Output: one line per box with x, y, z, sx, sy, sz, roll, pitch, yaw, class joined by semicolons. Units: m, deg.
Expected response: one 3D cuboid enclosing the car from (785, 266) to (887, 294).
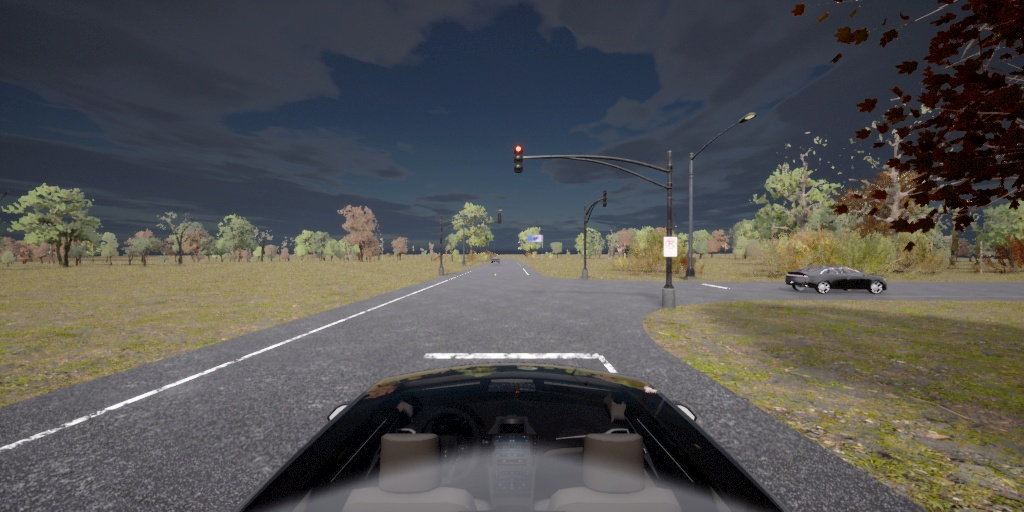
18.329;1.309;20.360;4.902;1.511;2.128;0;1;0;car
